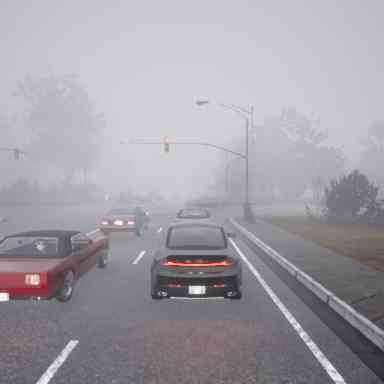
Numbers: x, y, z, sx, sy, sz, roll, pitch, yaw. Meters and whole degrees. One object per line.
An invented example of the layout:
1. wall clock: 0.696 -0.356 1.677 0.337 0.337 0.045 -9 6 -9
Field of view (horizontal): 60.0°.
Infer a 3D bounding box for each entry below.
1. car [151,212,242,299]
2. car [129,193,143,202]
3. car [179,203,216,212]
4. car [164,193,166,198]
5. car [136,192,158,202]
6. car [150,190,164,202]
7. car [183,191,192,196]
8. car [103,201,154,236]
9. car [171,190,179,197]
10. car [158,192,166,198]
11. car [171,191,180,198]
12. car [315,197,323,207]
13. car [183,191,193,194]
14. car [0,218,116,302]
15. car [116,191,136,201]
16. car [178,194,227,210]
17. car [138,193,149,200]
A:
1. car: 0.088 1.473 8.321 1.837 1.490 4.892 0 0 0
2. car: -10.672 0.987 63.690 1.882 1.535 5.008 0 1 0
3. car: 0.081 1.497 17.634 1.895 1.301 4.718 0 0 0
4. car: -7.232 0.876 73.649 1.882 1.535 5.008 0 1 -1
5. car: -7.189 1.151 53.283 2.033 1.411 5.357 0 0 0
6. car: -7.162 0.733 63.458 2.150 2.045 5.566 0 1 -1
7. car: -1.418 0.464 95.118 2.033 1.411 5.357 0 1 -7
8. car: -3.445 1.442 17.731 2.033 1.411 5.357 0 0 -1
9. car: -4.906 0.451 94.756 2.097 1.767 4.553 0 1 -7
10. car: -7.597 0.780 83.918 1.812 1.442 4.674 0 1 -3
11. car: -4.137 0.602 84.687 2.097 1.767 4.553 0 1 -4
12. car: 17.263 0.947 38.570 5.566 2.045 2.150 0 0 -3
13. car: -0.666 0.783 85.241 1.994 1.385 4.181 0 1 -4
14. car: -3.412 1.570 8.142 1.895 1.301 4.718 0 0 0
15. car: -10.688 0.821 53.803 2.150 2.045 5.566 0 0 0
16. car: 1.457 1.237 36.095 4.902 1.511 2.128 0 0 -22
17. car: -10.737 0.991 73.776 1.895 1.301 4.718 0 1 -1
